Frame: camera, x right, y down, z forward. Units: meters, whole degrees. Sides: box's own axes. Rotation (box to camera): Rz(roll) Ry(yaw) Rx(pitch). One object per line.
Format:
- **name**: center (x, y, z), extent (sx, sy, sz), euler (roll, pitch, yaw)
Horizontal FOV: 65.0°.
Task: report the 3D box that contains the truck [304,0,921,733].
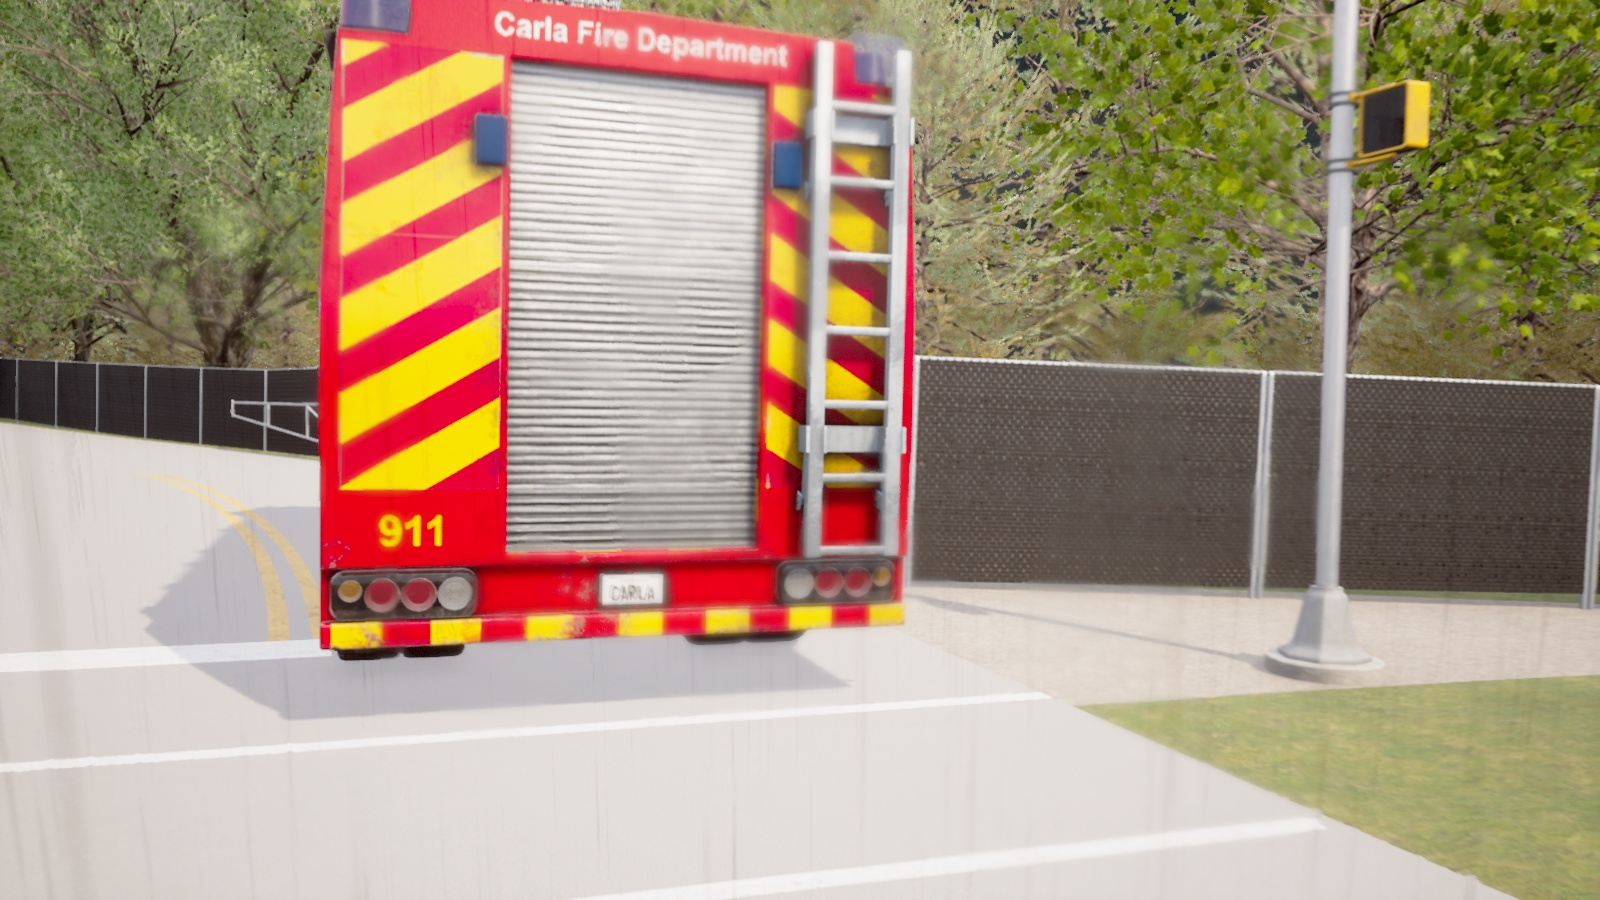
- **truck**: center (-2.159, -0.865, 9.971), extent (2.891, 3.827, 8.468), euler (0, 3, -19)
